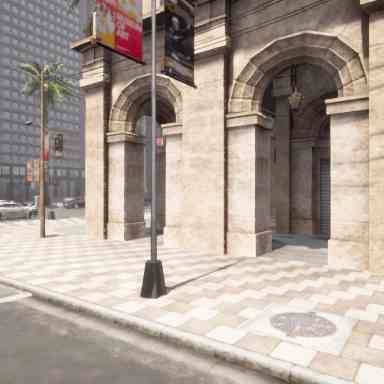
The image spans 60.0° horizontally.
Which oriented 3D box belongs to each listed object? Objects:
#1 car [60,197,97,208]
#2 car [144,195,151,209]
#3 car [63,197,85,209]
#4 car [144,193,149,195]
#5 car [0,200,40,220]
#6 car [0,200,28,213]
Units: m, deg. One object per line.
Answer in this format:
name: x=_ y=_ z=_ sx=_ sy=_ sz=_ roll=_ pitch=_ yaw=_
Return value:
car: x=-16.515 y=1.513 z=48.729 sx=2.161 sy=1.482 sz=4.786 roll=0 pitch=0 yaw=35
car: x=-7.305 y=1.525 z=43.913 sx=1.812 sy=1.442 sz=4.674 roll=0 pitch=0 yaw=36
car: x=-15.065 y=1.505 z=45.447 sx=1.837 sy=1.490 sz=4.892 roll=0 pitch=0 yaw=36
car: x=-9.000 y=1.221 z=53.879 sx=2.150 sy=2.045 sz=5.566 roll=0 pitch=0 yaw=35
car: x=-14.958 y=1.526 z=27.246 sx=1.812 sy=1.442 sz=4.674 roll=0 pitch=0 yaw=36
car: x=-21.120 y=1.601 z=37.012 sx=1.895 sy=1.301 sz=4.718 roll=0 pitch=0 yaw=36
